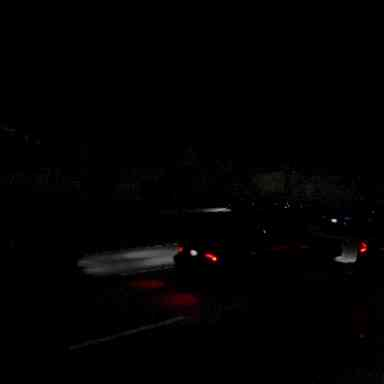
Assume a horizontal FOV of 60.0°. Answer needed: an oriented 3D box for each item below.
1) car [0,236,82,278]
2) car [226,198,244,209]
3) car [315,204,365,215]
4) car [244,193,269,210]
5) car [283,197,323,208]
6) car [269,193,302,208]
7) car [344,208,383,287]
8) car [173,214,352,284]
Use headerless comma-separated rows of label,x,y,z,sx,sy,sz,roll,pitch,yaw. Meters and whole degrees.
car,-5.372,1.599,8.513,4.718,1.301,1.895,0,0,-36
car,6.341,1.472,42.814,4.181,1.385,1.994,0,0,-35
car,9.227,1.500,18.928,4.181,1.385,1.994,0,0,-36
car,9.418,1.118,40.686,5.566,2.045,2.150,0,0,-35
car,11.821,1.508,33.831,4.718,1.301,1.895,0,0,-35
car,11.342,1.262,37.764,4.553,1.767,2.097,0,0,-35
car,5.968,1.319,8.004,4.553,1.767,2.097,0,0,-36
car,2.085,1.522,9.526,5.357,1.411,2.033,0,0,-35
